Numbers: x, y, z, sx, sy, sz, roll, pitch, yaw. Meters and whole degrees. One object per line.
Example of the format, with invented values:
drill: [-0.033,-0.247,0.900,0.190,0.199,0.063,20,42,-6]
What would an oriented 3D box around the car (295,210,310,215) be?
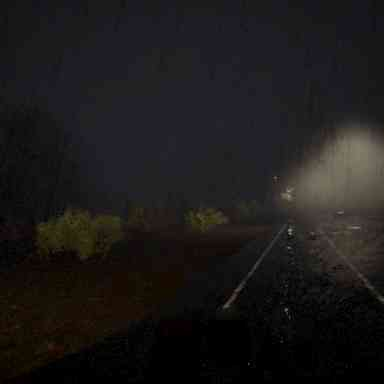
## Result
car: [16.877,3.871,51.658,1.837,1.490,4.892,-4,-4,19]

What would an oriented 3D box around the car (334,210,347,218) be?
car: [27.162,3.983,61.106,2.128,1.511,4.902,-3,-3,18]

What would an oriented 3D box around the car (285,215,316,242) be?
car: [7.689,2.634,23.560,2.033,1.411,5.357,-3,-3,17]
